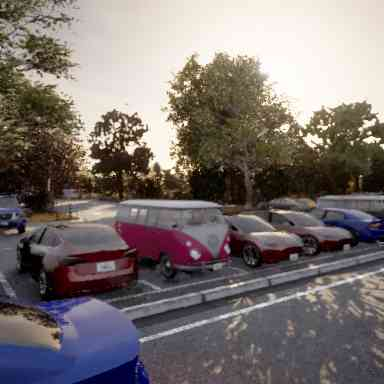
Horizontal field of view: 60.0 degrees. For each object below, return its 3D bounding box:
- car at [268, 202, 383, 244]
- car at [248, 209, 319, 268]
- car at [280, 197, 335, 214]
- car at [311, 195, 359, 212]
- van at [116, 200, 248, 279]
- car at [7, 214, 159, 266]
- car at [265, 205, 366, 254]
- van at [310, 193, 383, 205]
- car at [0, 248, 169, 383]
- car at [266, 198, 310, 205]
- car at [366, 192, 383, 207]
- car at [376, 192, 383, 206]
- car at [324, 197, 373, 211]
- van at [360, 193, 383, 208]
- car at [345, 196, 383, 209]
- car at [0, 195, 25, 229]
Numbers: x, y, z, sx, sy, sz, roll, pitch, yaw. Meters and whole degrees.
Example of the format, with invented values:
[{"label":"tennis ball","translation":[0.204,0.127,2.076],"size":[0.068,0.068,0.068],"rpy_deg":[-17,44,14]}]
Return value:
[{"label":"car","translation":[6.118,1.426,14.847],"size":[2.097,1.535,5.008],"rpy_deg":[0,0,-36]},{"label":"car","translation":[1.570,1.474,11.569],"size":[2.163,1.488,4.792],"rpy_deg":[0,0,-36]},{"label":"car","translation":[11.982,1.370,34.889],"size":[1.946,1.575,5.366],"rpy_deg":[0,0,-36]},{"label":"car","translation":[16.372,1.229,38.291],"size":[2.185,1.767,4.553],"rpy_deg":[0,0,-36]},{"label":"van","translation":[-0.661,1.228,9.867],"size":[1.878,1.987,4.442],"rpy_deg":[0,0,-36]},{"label":"car","translation":[-3.026,1.493,8.357],"size":[2.163,1.488,4.792],"rpy_deg":[0,0,-36]},{"label":"car","translation":[3.851,1.465,13.198],"size":[2.163,1.488,4.792],"rpy_deg":[0,0,-36]},{"label":"van","translation":[8.463,1.191,16.385],"size":[1.878,1.987,4.442],"rpy_deg":[0,0,-36]},{"label":"car","translation":[-2.664,1.483,1.787],"size":[5.008,1.535,1.882],"rpy_deg":[0,0,-35]},{"label":"car","translation":[9.611,1.384,33.430],"size":[2.231,1.521,4.892],"rpy_deg":[0,0,-36]},{"label":"car","translation":[27.667,1.057,46.356],"size":[2.435,2.045,5.566],"rpy_deg":[0,0,-36]},{"label":"car","translation":[29.959,1.043,47.924],"size":[2.435,2.045,5.566],"rpy_deg":[0,0,-36]},{"label":"car","translation":[18.667,1.375,39.857],"size":[2.163,1.488,4.792],"rpy_deg":[0,0,-36]},{"label":"van","translation":[25.357,1.092,44.814],"size":[1.878,1.987,4.442],"rpy_deg":[0,0,-36]},{"label":"car","translation":[23.059,1.324,43.258],"size":[1.946,1.575,5.366],"rpy_deg":[0,0,-36]},{"label":"car","translation":[-10.894,1.215,18.740],"size":[2.435,2.045,5.566],"rpy_deg":[0,0,-36]}]
